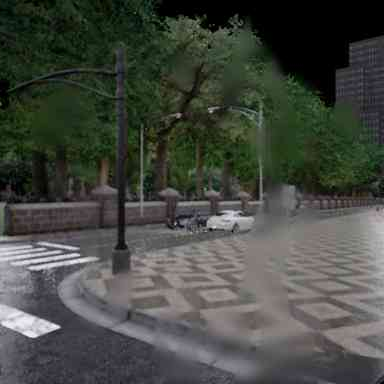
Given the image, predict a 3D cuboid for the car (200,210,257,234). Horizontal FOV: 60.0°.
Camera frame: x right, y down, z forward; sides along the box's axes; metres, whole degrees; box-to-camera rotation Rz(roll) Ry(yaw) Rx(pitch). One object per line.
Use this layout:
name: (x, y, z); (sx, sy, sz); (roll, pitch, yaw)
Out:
car: (2.749, 1.957, 22.364); (1.812, 1.442, 4.674); (0, -1, 36)

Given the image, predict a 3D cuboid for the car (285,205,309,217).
car: (13.677, 2.432, 43.180); (1.837, 1.490, 4.892); (0, -2, 36)

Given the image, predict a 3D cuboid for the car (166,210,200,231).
car: (0.019, 1.994, 23.991); (1.994, 1.385, 4.181); (0, -1, 35)

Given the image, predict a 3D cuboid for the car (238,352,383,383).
car: (2.108, 1.551, 1.456); (4.403, 1.369, 2.008); (0, 0, 36)
